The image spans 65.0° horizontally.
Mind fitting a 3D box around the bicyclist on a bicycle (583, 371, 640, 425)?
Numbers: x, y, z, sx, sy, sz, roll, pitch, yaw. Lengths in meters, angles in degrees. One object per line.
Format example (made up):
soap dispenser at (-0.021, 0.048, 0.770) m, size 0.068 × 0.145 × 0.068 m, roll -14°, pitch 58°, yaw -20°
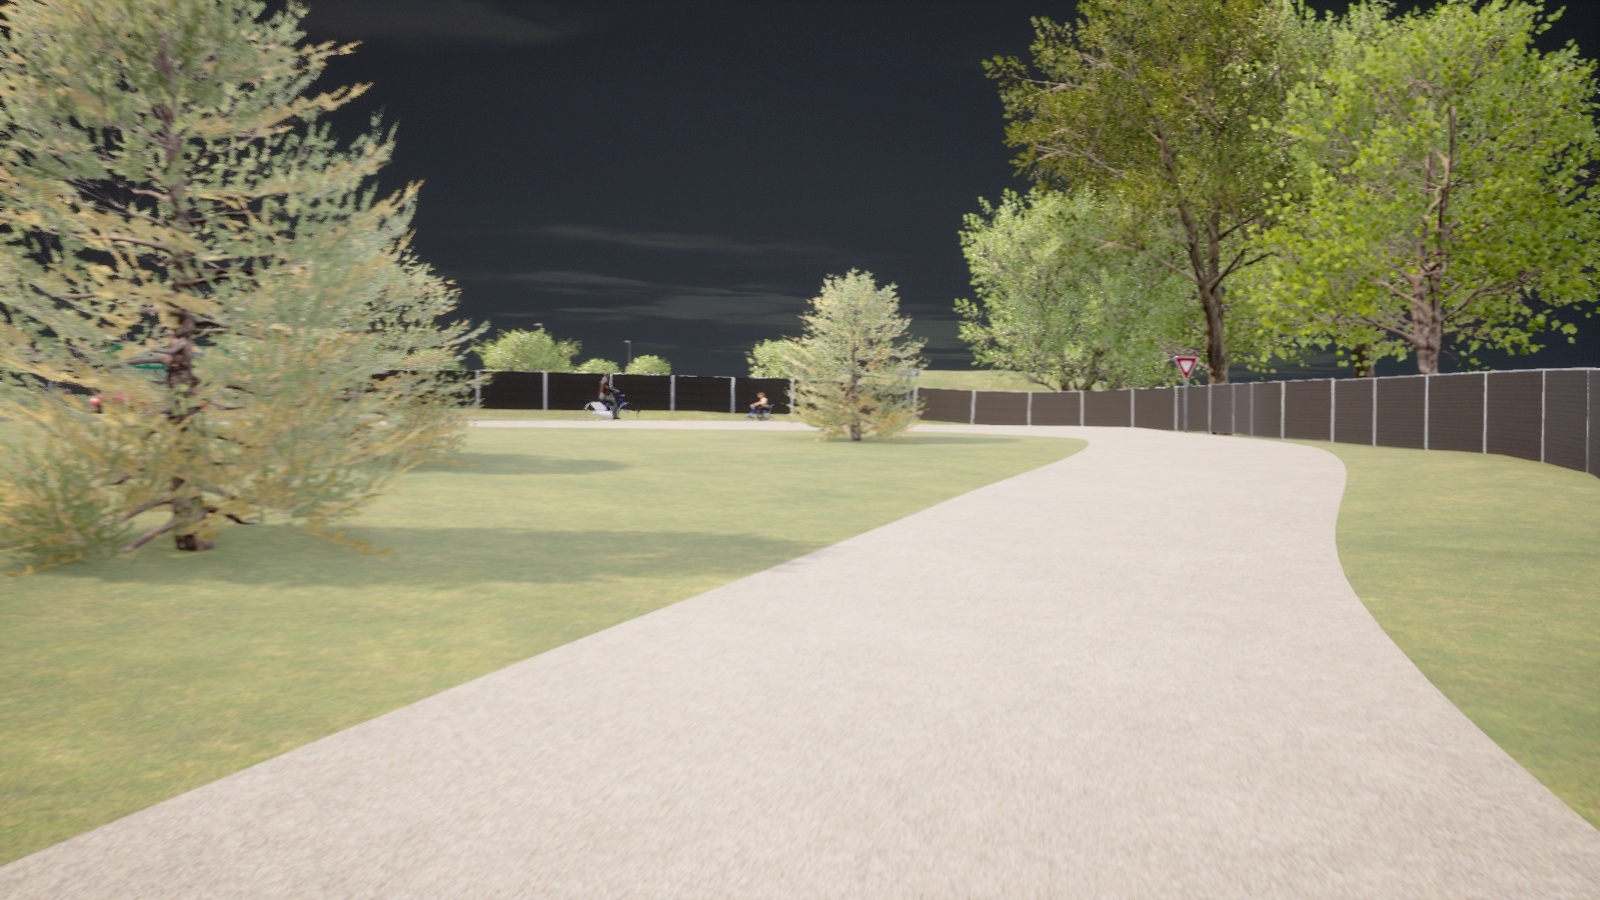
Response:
bicyclist on a bicycle at (-6.381, -1.748, 42.539) m, size 1.843 × 1.776 × 0.659 m, roll 0°, pitch 0°, yaw -16°
